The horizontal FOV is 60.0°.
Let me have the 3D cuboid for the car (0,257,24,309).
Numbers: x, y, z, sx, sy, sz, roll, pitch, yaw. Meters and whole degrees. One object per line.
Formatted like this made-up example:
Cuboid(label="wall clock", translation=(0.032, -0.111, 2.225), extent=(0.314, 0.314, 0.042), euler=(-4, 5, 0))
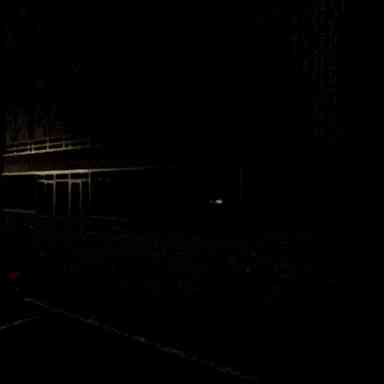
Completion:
Cuboid(label="car", translation=(-4.867, 1.540, 6.377), extent=(4.206, 1.307, 1.802), euler=(0, 0, 35))
